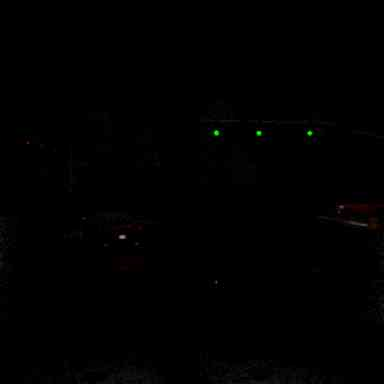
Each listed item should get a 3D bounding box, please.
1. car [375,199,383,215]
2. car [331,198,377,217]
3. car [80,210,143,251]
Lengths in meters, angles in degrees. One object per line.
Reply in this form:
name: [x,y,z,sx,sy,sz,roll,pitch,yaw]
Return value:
car: [16.011,1.460,23.352,5.008,1.535,1.882,0,0,-1]
car: [15.127,1.341,30.330,4.553,1.767,2.097,0,0,-1]
car: [-3.618,1.495,14.396,1.882,1.535,5.008,0,0,-26]
